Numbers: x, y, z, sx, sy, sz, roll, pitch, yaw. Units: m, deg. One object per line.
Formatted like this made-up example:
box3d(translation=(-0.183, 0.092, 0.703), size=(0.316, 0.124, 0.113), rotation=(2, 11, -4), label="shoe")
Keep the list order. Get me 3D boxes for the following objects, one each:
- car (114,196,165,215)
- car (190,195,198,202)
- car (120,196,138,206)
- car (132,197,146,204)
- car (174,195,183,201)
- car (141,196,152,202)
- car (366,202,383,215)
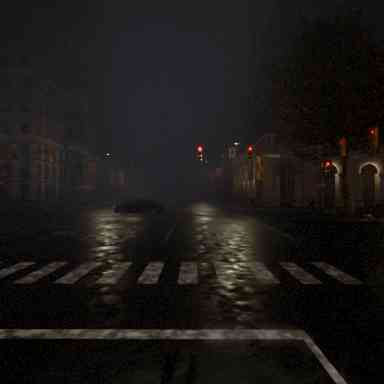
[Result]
box3d(translation=(-5.152, 1.477, 32.994), size=(5.008, 1.535, 1.882), rotation=(0, 0, 0), label="car")
box3d(translation=(0.389, 1.450, 78.626), size=(2.128, 1.511, 4.902), rotation=(0, 0, 1), label="car")
box3d(translation=(-10.408, 1.478, 55.152), size=(1.882, 1.535, 5.008), rotation=(0, 0, 1), label="car")
box3d(translation=(-10.332, 1.601, 64.776), size=(1.895, 1.301, 4.718), rotation=(0, 0, 1), label="car")
box3d(translation=(-3.110, 1.449, 78.671), size=(2.128, 1.511, 4.902), rotation=(0, 0, 1), label="car")
box3d(translation=(-10.160, 1.595, 74.937), size=(1.895, 1.301, 4.718), rotation=(0, 0, 1), label="car")
box3d(translation=(19.563, 1.564, 32.787), size=(4.181, 1.385, 1.994), rotation=(0, 0, 0), label="car")
